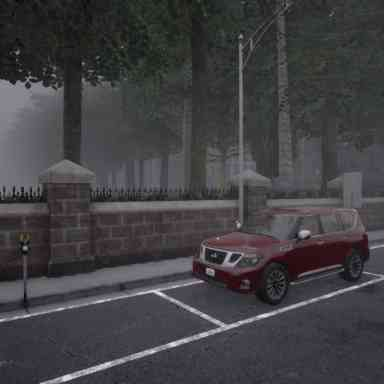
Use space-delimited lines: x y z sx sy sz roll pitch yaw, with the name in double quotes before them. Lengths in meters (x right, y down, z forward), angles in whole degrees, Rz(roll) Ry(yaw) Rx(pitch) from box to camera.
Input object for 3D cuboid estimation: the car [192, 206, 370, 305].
"car" 2.422 1.314 8.261 5.009 1.841 2.192 0 0 -36
